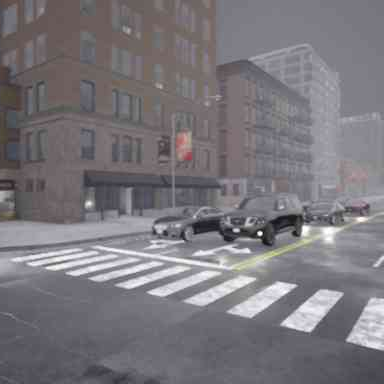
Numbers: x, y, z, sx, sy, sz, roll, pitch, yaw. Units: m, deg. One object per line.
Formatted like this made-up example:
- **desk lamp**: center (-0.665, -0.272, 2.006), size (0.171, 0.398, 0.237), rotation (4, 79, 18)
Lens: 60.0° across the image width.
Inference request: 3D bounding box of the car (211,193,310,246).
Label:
- **car**: center (3.409, 1.157, 15.449), size (2.150, 2.045, 5.566), rotation (0, 0, 37)

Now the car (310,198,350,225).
- **car**: center (9.370, 1.392, 23.377), size (1.837, 1.490, 4.892), rotation (0, 0, 37)

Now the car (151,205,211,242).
- **car**: center (0.049, 1.435, 16.391), size (2.128, 1.511, 4.902), rotation (0, 0, 37)

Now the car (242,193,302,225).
- **car**: center (5.972, 1.117, 24.262), size (2.150, 2.045, 5.566), rotation (0, 0, 37)

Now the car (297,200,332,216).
- **car**: center (11.979, 1.448, 32.239), size (1.895, 1.301, 4.718), rotation (0, 0, 37)

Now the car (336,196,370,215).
- **car**: center (15.447, 1.315, 31.436), size (1.882, 1.535, 5.008), rotation (0, 0, 37)
